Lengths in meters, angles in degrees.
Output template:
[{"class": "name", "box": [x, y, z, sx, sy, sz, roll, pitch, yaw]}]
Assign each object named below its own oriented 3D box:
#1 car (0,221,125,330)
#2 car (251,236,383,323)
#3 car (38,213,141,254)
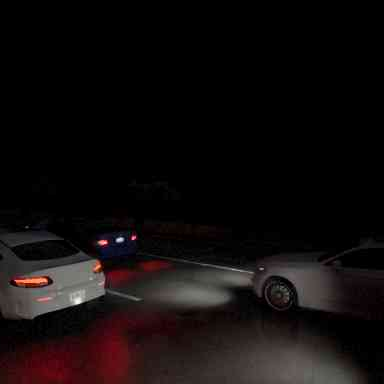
[{"class": "car", "box": [-3.696, 1.455, 6.663, 4.674, 1.442, 1.812, 1, 1, 36]}, {"class": "car", "box": [3.356, 1.525, 5.898, 4.674, 1.442, 1.812, 0, 0, 36]}, {"class": "car", "box": [-4.168, 1.430, 11.322, 5.357, 1.411, 2.033, 1, 1, 36]}]
